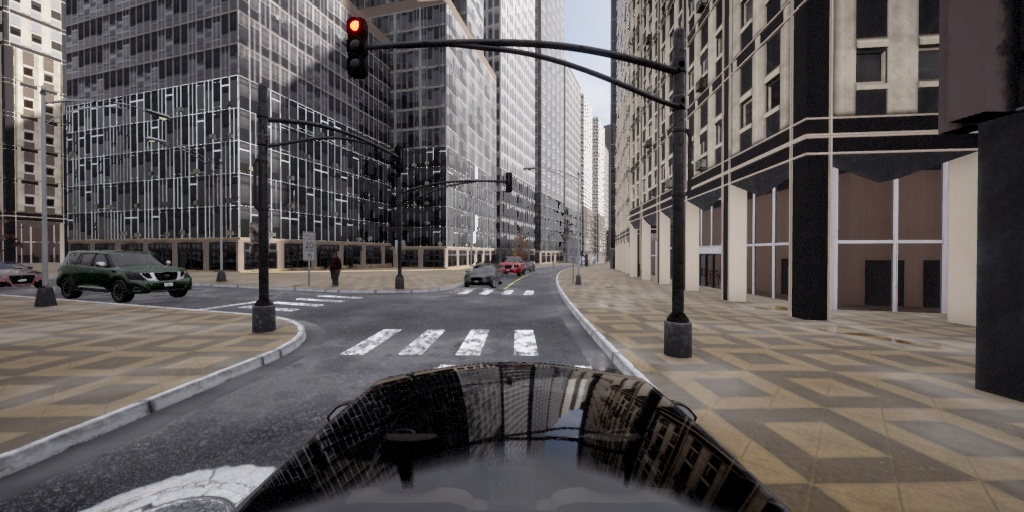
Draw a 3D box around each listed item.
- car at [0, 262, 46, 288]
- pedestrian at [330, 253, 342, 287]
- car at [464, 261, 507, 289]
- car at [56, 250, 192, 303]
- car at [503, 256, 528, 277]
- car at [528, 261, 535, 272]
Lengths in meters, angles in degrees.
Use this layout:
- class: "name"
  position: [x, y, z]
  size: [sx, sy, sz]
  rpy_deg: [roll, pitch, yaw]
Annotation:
- class: "car"
  position: [-25.808, 0.981, 18.035]
  size: [4.181, 1.385, 1.994]
  rpy_deg: [1, 1, 16]
- class: "pedestrian"
  position: [-9.585, 0.716, 19.448]
  size: [0.375, 1.860, 0.375]
  rpy_deg: [0, 0, 16]
- class: "car"
  position: [-1.780, 1.277, 23.681]
  size: [1.837, 1.490, 4.892]
  rpy_deg: [0, 0, 8]
- class: "car"
  position: [-16.621, 0.770, 15.382]
  size: [5.566, 2.045, 2.150]
  rpy_deg: [1, 1, 17]
- class: "car"
  position: [0.047, 1.041, 37.422]
  size: [2.150, 2.045, 5.566]
  rpy_deg: [0, 0, 9]
- class: "car"
  position: [1.964, 1.363, 48.065]
  size: [2.128, 1.511, 4.902]
  rpy_deg: [0, 0, 12]
